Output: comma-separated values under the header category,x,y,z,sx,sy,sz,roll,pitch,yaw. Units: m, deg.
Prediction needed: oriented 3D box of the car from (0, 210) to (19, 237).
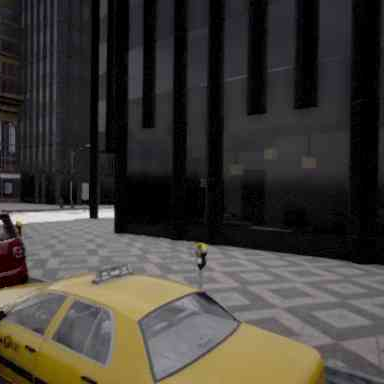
category,x,y,z,sx,sy,sz,roll,pitch,yaw
car,-5.343,1.208,6.767,5.009,1.841,2.192,1,1,35

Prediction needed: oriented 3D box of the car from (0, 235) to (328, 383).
category,x,y,z,sx,sy,sz,roll,pitch,yaw
car,-1.066,1.487,3.719,4.829,1.417,1.752,1,1,35
